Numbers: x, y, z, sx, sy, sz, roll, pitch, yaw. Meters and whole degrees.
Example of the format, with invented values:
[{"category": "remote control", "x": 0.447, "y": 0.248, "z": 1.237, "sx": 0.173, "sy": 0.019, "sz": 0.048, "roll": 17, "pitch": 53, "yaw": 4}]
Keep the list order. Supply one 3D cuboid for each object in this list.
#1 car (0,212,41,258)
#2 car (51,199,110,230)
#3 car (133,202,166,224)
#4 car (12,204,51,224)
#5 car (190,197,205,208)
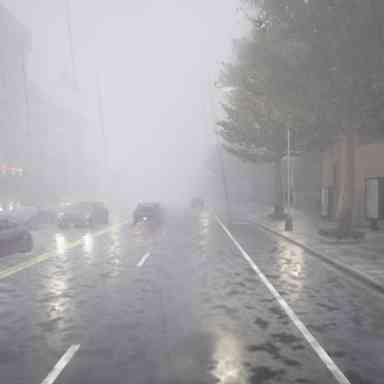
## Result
[{"category": "car", "x": -6.948, "y": 1.557, "z": 10.733, "sx": 1.994, "sy": 1.385, "sz": 4.181, "roll": 0, "pitch": 0, "yaw": 1}, {"category": "car", "x": -6.751, "y": 1.340, "z": 21.053, "sx": 2.097, "sy": 1.767, "sz": 4.553, "roll": 0, "pitch": 0, "yaw": 1}, {"category": "car", "x": -3.074, "y": 1.491, "z": 24.372, "sx": 1.837, "sy": 1.490, "sz": 4.892, "roll": 0, "pitch": 0, "yaw": 1}, {"category": "car", "x": -10.243, "y": 1.514, "z": 21.316, "sx": 1.812, "sy": 1.442, "sz": 4.674, "roll": 0, "pitch": 0, "yaw": 1}, {"category": "car", "x": 0.740, "y": 1.477, "z": 47.427, "sx": 1.837, "sy": 1.490, "sz": 4.892, "roll": 0, "pitch": 0, "yaw": 1}]
